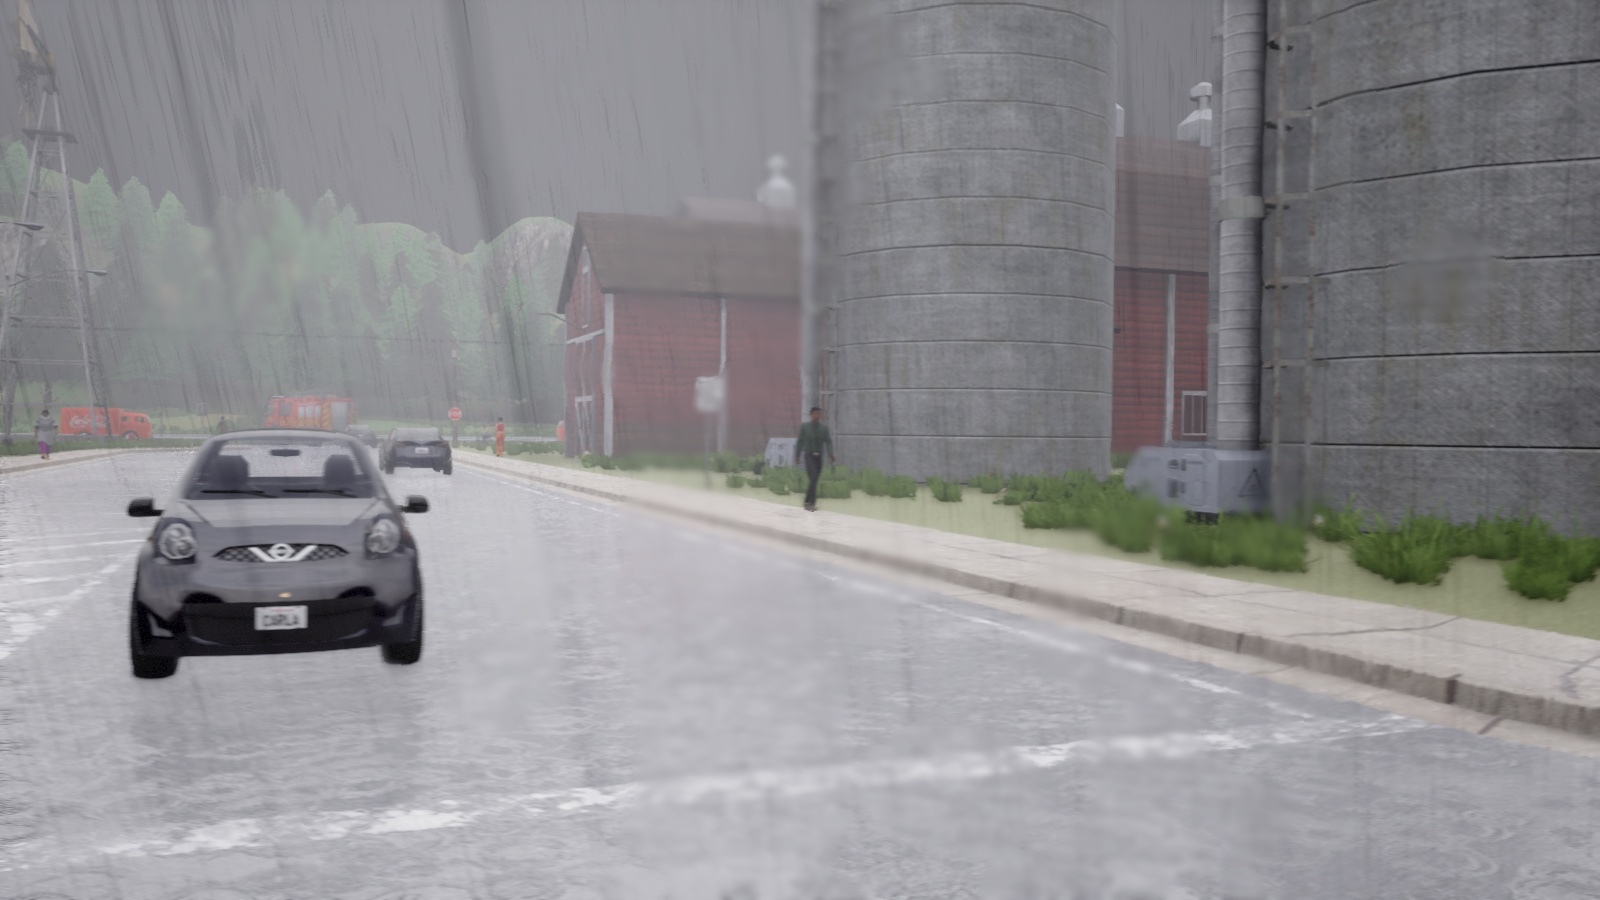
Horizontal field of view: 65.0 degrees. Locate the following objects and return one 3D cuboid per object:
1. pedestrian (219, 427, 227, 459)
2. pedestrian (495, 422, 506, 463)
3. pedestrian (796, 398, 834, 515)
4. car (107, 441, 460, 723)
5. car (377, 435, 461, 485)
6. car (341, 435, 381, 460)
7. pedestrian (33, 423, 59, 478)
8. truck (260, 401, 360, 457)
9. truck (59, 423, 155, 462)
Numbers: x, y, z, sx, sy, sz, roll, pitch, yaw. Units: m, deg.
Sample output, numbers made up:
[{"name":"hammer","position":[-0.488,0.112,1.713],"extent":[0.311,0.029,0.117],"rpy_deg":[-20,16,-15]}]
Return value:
[{"name":"pedestrian","position":[-34.830,-0.404,75.836],"extent":[0.396,1.930,0.692],"rpy_deg":[-1,1,-22]},{"name":"pedestrian","position":[-13.554,-0.325,56.880],"extent":[0.345,1.836,0.594],"rpy_deg":[-1,1,-23]},{"name":"pedestrian","position":[0.254,0.104,21.286],"extent":[0.423,1.949,0.788],"rpy_deg":[-1,1,-15]},{"name":"car","position":[-3.579,0.706,8.878],"extent":[1.845,1.501,3.633],"rpy_deg":[-1,1,-22]},{"name":"car","position":[-12.337,0.273,40.445],"extent":[2.163,1.488,4.792],"rpy_deg":[-1,1,-22]},{"name":"car","position":[-27.714,-0.191,79.211],"extent":[2.163,1.488,4.792],"rpy_deg":[-1,1,-22]},{"name":"pedestrian","position":[-27.109,0.010,45.174],"extent":[0.659,1.952,0.873],"rpy_deg":[-1,1,-24]},{"name":"truck","position":[-34.846,-1.442,89.135],"extent":[8.468,3.827,2.891],"rpy_deg":[0,1,41]},{"name":"truck","position":[-45.584,-0.543,82.751],"extent":[5.204,2.467,2.627],"rpy_deg":[-1,1,-20]}]
